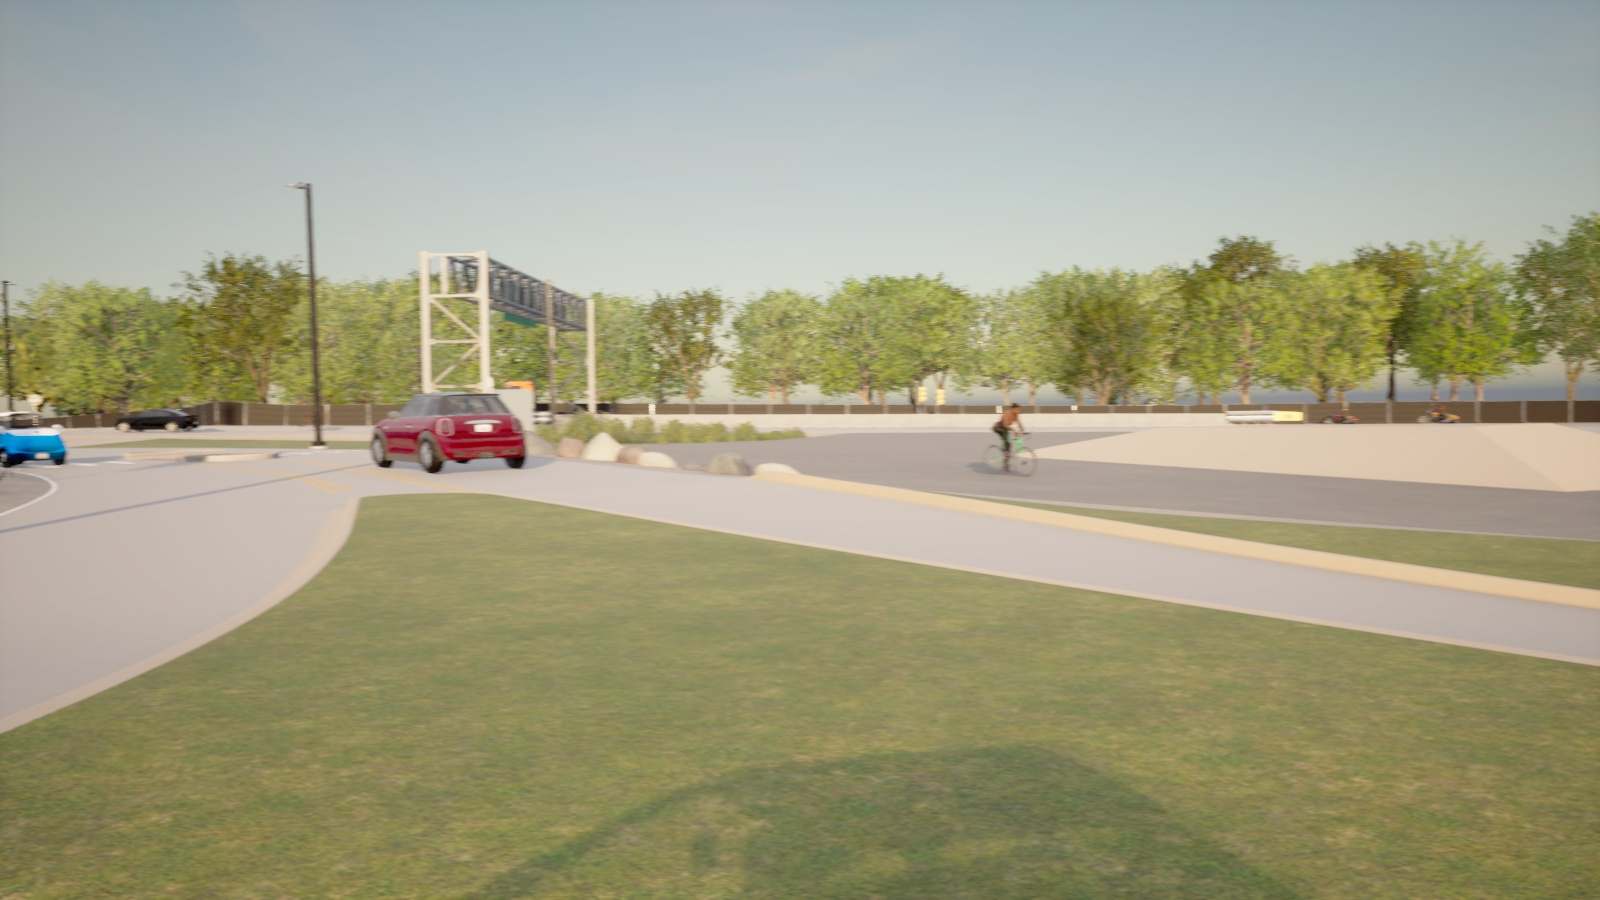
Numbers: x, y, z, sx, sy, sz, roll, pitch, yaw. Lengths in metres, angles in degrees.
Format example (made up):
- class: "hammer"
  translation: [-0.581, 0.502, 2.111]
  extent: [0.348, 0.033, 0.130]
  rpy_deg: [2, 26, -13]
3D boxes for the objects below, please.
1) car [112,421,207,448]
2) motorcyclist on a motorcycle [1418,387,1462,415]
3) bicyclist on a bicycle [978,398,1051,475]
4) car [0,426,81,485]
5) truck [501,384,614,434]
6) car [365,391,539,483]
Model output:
- class: "car"
  translation: [-40.581, -1.006, 79.632]
  extent: [5.008, 1.535, 1.882]
  rpy_deg: [-1, 2, 1]
- class: "motorcyclist on a motorcycle"
  translation: [40.359, -3.089, 79.203]
  extent: [2.350, 1.649, 0.766]
  rpy_deg: [-1, 3, 15]
- class: "bicyclist on a bicycle"
  translation: [4.678, -0.317, 27.467]
  extent: [0.582, 1.620, 1.656]
  rpy_deg: [-2, 3, -33]
- class: "car"
  translation: [-19.445, 0.132, 31.543]
  extent: [2.207, 1.376, 1.481]
  rpy_deg: [-1, 2, 33]
- class: "truck"
  translation: [-17.742, -2.998, 92.276]
  extent: [7.936, 3.462, 2.891]
  rpy_deg: [-1, 2, -8]
- class: "car"
  translation: [-7.730, -0.318, 27.619]
  extent: [2.097, 1.767, 4.553]
  rpy_deg: [-4, 3, -36]
